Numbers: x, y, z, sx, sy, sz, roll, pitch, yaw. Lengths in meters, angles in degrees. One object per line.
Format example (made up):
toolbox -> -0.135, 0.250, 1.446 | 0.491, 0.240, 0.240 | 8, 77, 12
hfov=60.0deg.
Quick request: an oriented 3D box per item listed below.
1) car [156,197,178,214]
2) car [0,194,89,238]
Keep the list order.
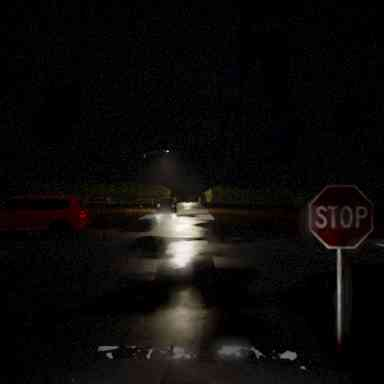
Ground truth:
car -> -2.688, 1.412, 36.652 | 2.097, 1.767, 4.553 | 0, 0, 0
car -> -7.833, 1.143, 15.958 | 5.566, 2.045, 2.150 | 1, 3, -18
